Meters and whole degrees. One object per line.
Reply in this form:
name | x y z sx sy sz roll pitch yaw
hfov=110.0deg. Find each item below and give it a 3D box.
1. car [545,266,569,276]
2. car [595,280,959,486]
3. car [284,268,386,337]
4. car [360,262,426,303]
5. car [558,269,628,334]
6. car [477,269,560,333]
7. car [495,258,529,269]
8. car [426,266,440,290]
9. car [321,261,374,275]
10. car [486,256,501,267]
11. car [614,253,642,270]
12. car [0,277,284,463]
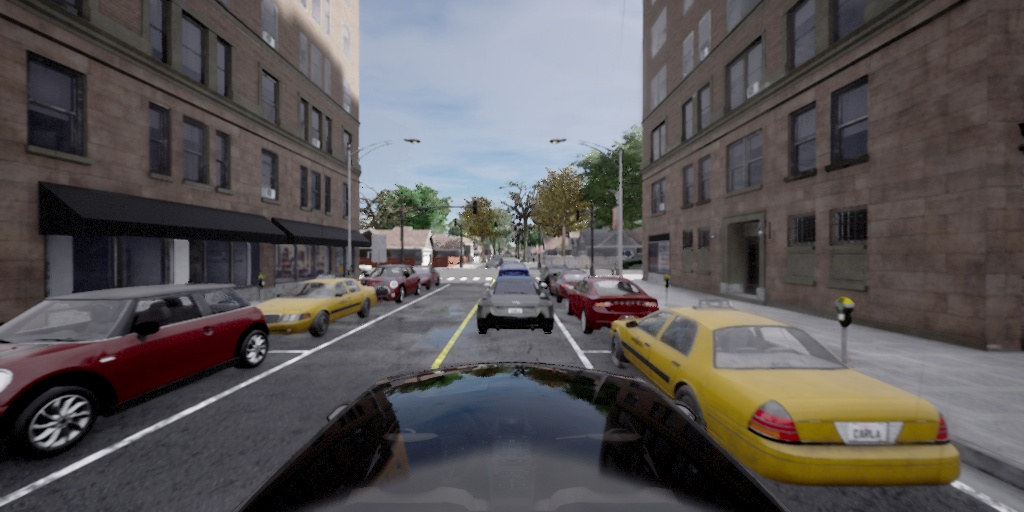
car | 2.644 1.257 15.836 1.802 1.307 4.207 0 0 0
car | 2.638 1.259 4.970 1.751 1.417 4.829 0 0 0
car | -5.384 1.229 10.149 1.751 1.417 4.829 0 0 0
car | -5.381 1.115 15.838 1.967 1.591 4.097 0 0 0
car | 2.641 1.249 10.318 1.888 1.381 4.507 0 0 0
car | 0.099 1.267 10.569 1.994 1.385 4.181 0 0 0
car | 0.103 1.115 23.045 1.882 1.535 5.008 0 0 0
car | -5.379 1.228 21.357 1.802 1.307 4.207 0 0 0
car | -17.180 1.257 37.649 4.718 1.301 1.895 0 0 -3
car | -3.060 1.085 55.928 1.895 1.301 4.718 0 0 0
car | 15.503 0.646 44.316 5.566 2.045 2.150 0 0 0
car | -5.387 1.173 4.800 1.967 1.591 4.097 0 0 0
